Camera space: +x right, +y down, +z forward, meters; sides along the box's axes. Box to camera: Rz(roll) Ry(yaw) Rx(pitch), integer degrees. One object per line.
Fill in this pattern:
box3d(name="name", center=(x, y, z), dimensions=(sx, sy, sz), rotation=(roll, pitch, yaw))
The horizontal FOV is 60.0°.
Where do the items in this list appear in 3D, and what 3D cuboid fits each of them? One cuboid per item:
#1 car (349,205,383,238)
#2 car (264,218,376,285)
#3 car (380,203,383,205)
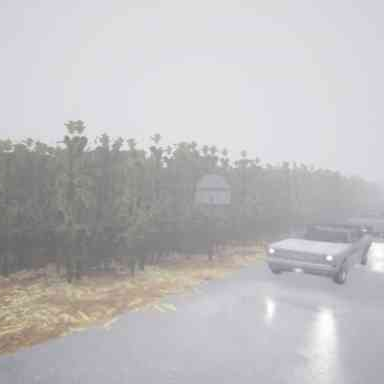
box3d(name="car", center=(9.236, 1.619, 17.198), dimensions=(1.994, 1.385, 4.181), rotation=(1, 1, 37))
box3d(name="car", center=(3.925, 1.632, 9.918), dimensions=(1.895, 1.301, 4.718), rotation=(1, 0, 37))
box3d(name="car", center=(15.001, 1.609, 25.220), dimensions=(2.128, 1.511, 4.902), rotation=(1, -1, 36))
